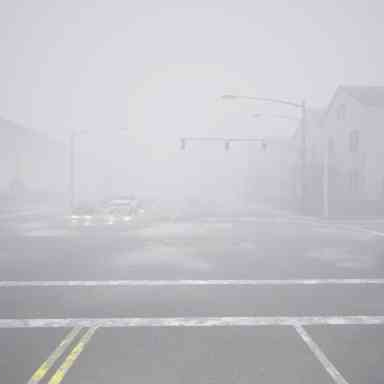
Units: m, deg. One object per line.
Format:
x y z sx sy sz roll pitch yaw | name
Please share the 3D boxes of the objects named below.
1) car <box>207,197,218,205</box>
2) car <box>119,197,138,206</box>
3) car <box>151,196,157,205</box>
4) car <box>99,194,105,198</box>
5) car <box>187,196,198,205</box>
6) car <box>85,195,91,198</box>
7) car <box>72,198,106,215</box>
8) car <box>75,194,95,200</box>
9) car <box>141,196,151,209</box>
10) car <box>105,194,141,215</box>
3.558 1.599 58.695 1.895 1.301 4.718 0 0 0 | car
-10.533 1.547 55.579 2.033 1.411 5.357 0 0 0 | car
-7.029 1.478 56.760 1.882 1.535 5.008 0 0 0 | car
-10.557 1.221 42.945 2.150 2.045 5.566 0 0 0 | car
0.059 1.491 58.669 2.128 1.511 4.902 0 0 0 | car
-28.095 1.452 84.419 2.038 1.542 4.974 0 0 -36 | car
-10.566 1.564 33.686 1.994 1.385 4.181 0 0 0 | car
-28.880 1.452 89.786 2.038 1.542 4.974 0 0 29 | car
-7.055 1.505 44.267 1.837 1.490 4.892 0 0 0 | car
-7.066 1.221 34.714 2.150 2.045 5.566 0 0 0 | car
